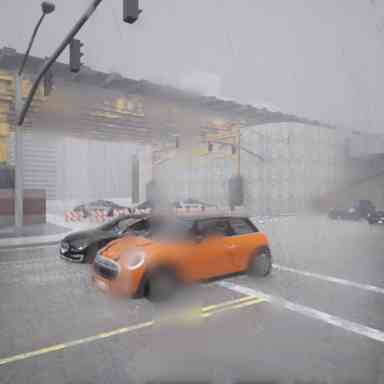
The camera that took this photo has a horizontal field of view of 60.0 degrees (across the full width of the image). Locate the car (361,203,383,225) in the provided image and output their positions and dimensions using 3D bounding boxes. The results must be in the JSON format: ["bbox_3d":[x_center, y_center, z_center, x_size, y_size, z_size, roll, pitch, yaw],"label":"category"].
[{"bbox_3d":[13.738,1.601,22.745,4.718,1.301,1.895,0,0,-40],"label":"car"}]

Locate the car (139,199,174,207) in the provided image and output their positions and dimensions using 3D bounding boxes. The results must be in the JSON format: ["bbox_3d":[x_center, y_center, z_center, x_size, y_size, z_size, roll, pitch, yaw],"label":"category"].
[{"bbox_3d":[-3.780,1.453,31.497,2.038,1.542,4.974,0,0,18],"label":"car"}]

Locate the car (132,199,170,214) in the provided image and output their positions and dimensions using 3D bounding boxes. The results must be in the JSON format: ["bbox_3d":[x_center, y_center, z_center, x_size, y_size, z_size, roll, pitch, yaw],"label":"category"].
[{"bbox_3d":[-3.764,1.295,31.547,1.853,1.218,4.536,0,0,18],"label":"car"}]

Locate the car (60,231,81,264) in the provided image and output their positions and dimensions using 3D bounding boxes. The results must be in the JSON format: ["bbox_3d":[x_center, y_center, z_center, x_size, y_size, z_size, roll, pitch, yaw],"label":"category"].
[{"bbox_3d":[-1.877,1.505,11.314,4.892,1.490,1.837,0,1,-37],"label":"car"}]

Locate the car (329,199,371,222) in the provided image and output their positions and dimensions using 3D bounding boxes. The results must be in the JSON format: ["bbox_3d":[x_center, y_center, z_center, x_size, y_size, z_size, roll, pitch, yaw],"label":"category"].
[{"bbox_3d":[12.864,1.351,26.574,4.553,1.767,2.097,0,0,-39],"label":"car"}]

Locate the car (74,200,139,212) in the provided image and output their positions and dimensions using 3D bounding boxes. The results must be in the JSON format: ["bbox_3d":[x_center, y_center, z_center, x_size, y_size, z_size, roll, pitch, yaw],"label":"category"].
[{"bbox_3d":[-7.524,1.453,28.811,4.974,1.542,2.038,0,0,8],"label":"car"}]

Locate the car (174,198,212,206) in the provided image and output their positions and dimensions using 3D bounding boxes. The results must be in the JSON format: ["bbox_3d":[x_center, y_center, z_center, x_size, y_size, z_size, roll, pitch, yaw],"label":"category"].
[{"bbox_3d":[0.077,1.295,35.252,4.536,1.218,1.853,0,0,-7],"label":"car"}]

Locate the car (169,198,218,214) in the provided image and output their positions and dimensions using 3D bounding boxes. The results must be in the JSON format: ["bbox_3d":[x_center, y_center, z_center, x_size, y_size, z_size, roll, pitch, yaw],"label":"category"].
[{"bbox_3d":[0.129,1.453,35.259,4.974,1.542,2.038,0,0,-7],"label":"car"}]

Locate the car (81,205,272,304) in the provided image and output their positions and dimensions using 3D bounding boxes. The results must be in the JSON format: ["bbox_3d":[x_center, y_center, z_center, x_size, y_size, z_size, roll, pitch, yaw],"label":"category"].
[{"bbox_3d":[-0.098,1.355,8.347,4.553,1.767,2.097,0,0,-37],"label":"car"}]

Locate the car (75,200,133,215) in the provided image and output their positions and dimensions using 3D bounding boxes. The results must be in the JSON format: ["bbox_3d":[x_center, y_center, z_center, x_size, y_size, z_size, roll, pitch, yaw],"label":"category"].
[{"bbox_3d":[-7.575,1.295,28.818,4.536,1.218,1.853,0,0,8],"label":"car"}]
